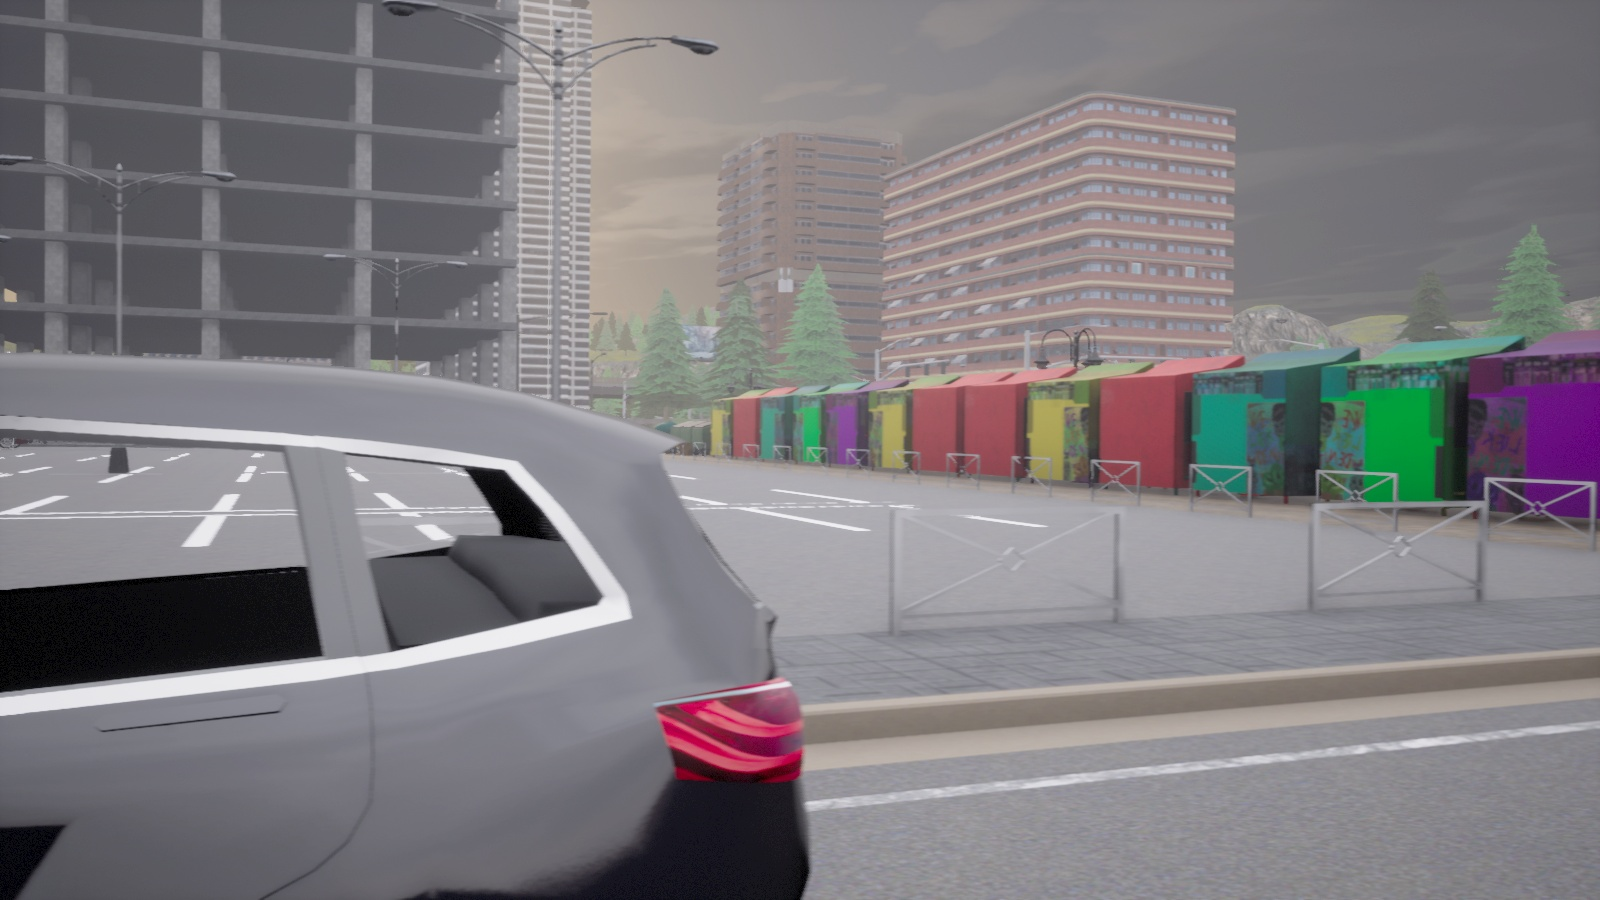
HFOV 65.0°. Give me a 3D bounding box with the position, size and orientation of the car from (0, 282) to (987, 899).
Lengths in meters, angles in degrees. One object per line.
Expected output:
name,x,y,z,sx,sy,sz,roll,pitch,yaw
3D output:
car,-2.234,0.623,2.390,4.611,1.667,2.242,-2,1,-21
